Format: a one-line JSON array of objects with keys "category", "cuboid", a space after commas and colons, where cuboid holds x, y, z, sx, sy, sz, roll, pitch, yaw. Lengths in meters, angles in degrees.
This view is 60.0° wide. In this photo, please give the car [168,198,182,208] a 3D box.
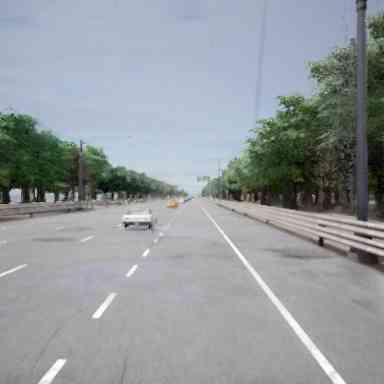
[{"category": "car", "cuboid": [-3.300, 2.078, 60.019, 1.882, 1.535, 5.008, 0, -1, 0]}]

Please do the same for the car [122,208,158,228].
[{"category": "car", "cuboid": [-3.472, 1.747, 23.137, 1.895, 1.301, 4.718, 0, -1, 0]}]
